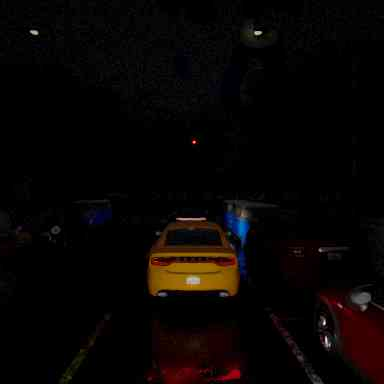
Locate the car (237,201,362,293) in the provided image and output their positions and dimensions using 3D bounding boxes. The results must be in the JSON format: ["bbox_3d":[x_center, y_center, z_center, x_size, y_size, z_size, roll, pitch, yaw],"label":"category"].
[{"bbox_3d":[2.716,1.315,8.763,2.192,1.841,5.009,0,0,0],"label":"car"}]

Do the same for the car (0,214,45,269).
[{"bbox_3d":[-5.808,1.526,8.547,1.752,1.417,4.829,0,0,0],"label":"car"}]

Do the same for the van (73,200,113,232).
[{"bbox_3d":[-5.868,1.343,19.592,1.690,1.788,3.998,0,0,0],"label":"van"}]

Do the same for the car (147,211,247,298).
[{"bbox_3d":[0.038,1.478,8.590,1.882,1.535,5.008,0,0,0],"label":"car"}]

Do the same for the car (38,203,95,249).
[{"bbox_3d":[-5.838,1.441,14.154,1.967,1.590,4.097,0,0,0],"label":"car"}]

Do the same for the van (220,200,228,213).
[{"bbox_3d":[2.657,1.343,19.638,1.690,1.788,3.998,0,0,0],"label":"van"}]

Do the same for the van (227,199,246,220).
[{"bbox_3d":[2.687,1.342,14.200,1.690,1.788,3.998,0,0,0],"label":"van"}]

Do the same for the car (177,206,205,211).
[{"bbox_3d":[-0.051,1.493,18.092,2.128,1.511,4.902,0,0,0],"label":"car"}]

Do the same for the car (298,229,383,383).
[{"bbox_3d":[2.746,1.440,3.325,1.967,1.590,4.097,0,0,0],"label":"car"}]
